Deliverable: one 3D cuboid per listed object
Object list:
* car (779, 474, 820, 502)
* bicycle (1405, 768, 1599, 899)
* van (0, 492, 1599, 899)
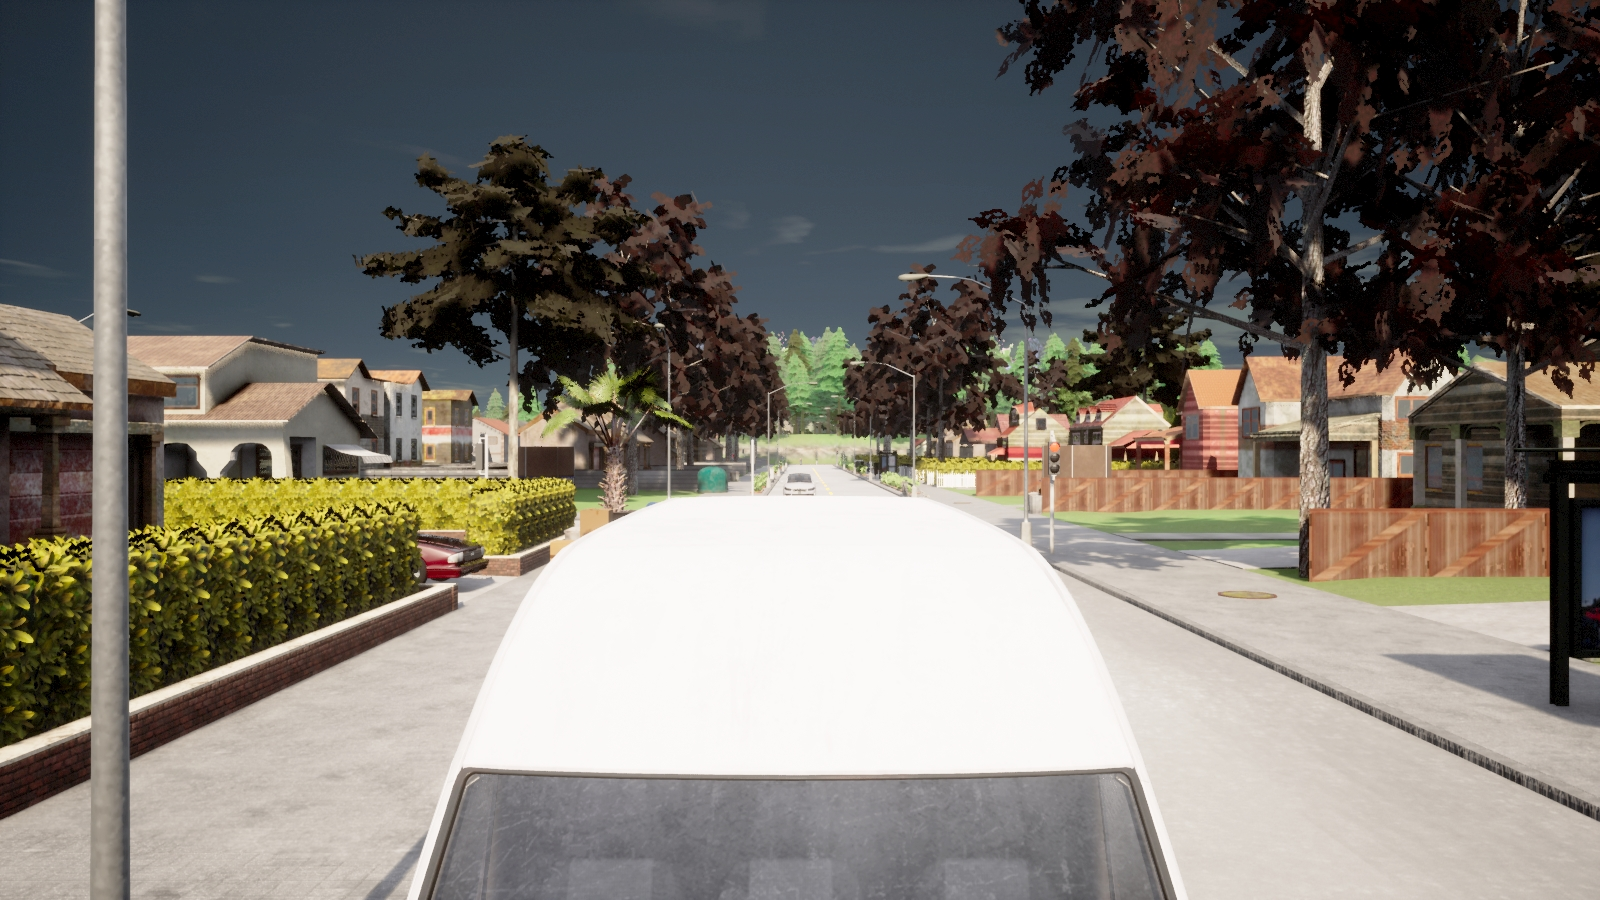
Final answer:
[{"bbox_3d":[-0.022,2.088,63.798,2.231,1.480,4.892,0,0,0],"label":"car"},{"bbox_3d":[2.687,2.062,3.843,0.329,1.471,1.835,0,0,0],"label":"bicycle"},{"bbox_3d":[0.002,1.537,4.030,1.988,2.561,5.915,0,0,0],"label":"van"}]
